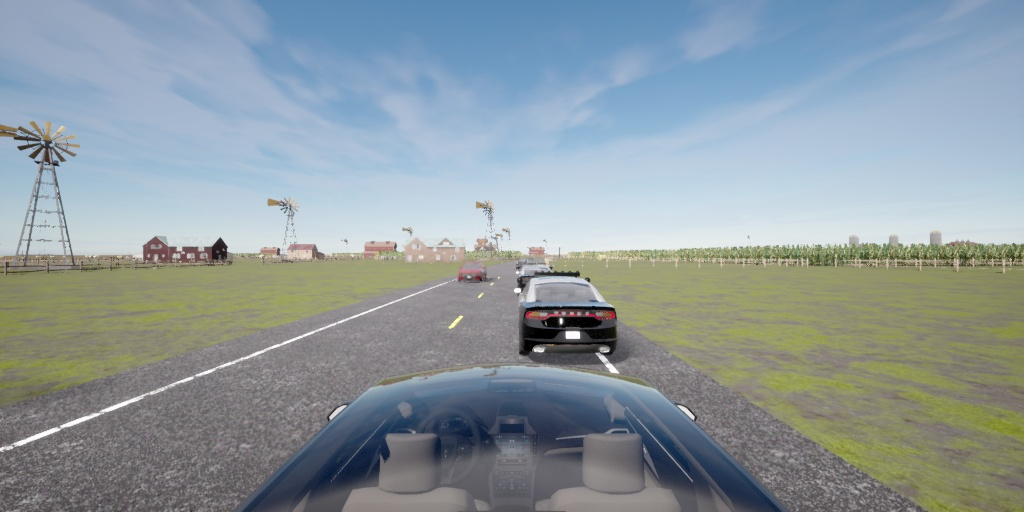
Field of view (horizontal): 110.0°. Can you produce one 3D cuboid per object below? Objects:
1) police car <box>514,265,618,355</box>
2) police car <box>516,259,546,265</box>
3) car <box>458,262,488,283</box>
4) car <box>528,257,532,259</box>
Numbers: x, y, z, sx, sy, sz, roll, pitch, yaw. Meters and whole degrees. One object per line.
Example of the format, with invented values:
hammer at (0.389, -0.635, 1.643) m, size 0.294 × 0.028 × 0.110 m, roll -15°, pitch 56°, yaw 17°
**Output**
police car at (1.084, 1.176, 8.837) m, size 1.930 × 1.638 × 5.238 m, roll 0°, pitch 0°, yaw 1°
police car at (1.226, 1.173, 18.806) m, size 1.930 × 1.638 × 5.238 m, roll 0°, pitch 0°, yaw 1°
car at (-3.034, 1.221, 28.273) m, size 1.882 × 1.535 × 5.008 m, roll 0°, pitch 0°, yaw 2°
car at (1.594, 1.209, 53.944) m, size 2.128 × 1.511 × 4.902 m, roll 0°, pitch 0°, yaw 4°
